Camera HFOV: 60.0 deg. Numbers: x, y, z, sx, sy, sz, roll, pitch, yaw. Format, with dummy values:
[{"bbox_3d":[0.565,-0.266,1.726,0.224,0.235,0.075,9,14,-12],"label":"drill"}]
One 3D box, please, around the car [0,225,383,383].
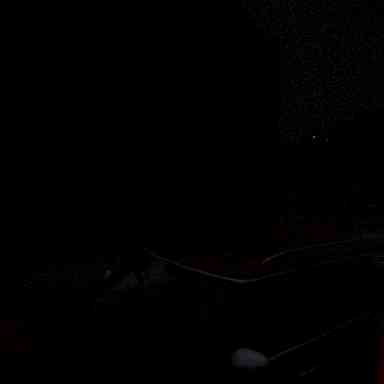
[{"bbox_3d":[0.341,1.338,3.036,5.009,1.841,2.192,1,1,-35],"label":"car"}]
